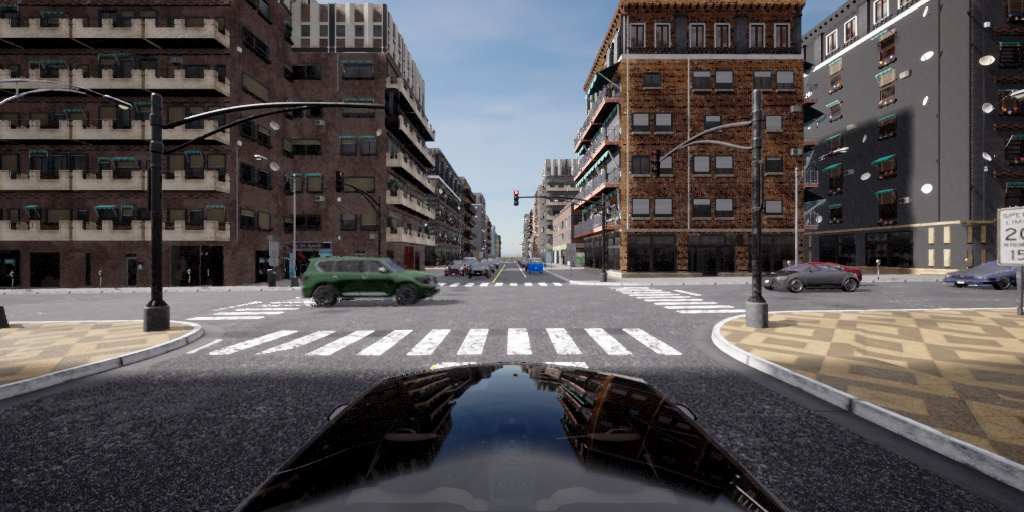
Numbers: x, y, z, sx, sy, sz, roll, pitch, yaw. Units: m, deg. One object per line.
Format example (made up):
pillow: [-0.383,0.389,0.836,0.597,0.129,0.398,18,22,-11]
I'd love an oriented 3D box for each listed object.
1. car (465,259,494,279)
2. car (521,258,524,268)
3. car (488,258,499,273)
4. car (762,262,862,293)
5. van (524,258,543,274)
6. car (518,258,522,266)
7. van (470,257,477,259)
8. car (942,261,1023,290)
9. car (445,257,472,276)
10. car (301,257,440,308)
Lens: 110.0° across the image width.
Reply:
car: [-2.909,1.249,32.920,1.837,1.490,4.892,0,0,0]
car: [2.565,1.284,47.053,1.888,1.381,4.507,0,0,0]
car: [-2.939,1.287,43.063,2.033,1.411,5.357,0,0,-1]
car: [15.026,1.088,18.325,4.181,1.385,1.994,-1,0,0]
van: [2.613,1.081,40.849,1.690,1.789,3.998,0,0,0]
car: [2.450,1.301,58.215,1.948,1.339,4.313,0,0,0]
van: [-5.504,1.079,47.036,1.690,1.789,3.998,0,0,0]
car: [25.622,0.926,18.354,5.357,1.411,2.033,-1,0,0]
car: [-5.515,1.182,35.872,1.967,1.591,4.097,0,0,0]
car: [-5.995,1.048,15.425,5.566,2.045,2.150,-1,0,0]
